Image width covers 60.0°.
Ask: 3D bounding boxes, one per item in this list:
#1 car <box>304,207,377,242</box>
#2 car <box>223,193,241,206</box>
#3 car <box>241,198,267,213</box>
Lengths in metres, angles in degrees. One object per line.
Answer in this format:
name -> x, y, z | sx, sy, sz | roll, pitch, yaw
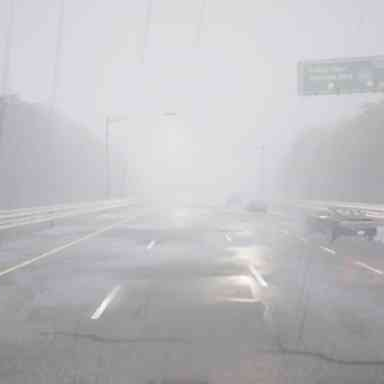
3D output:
car -> 7.021, 1.490, 16.251 | 2.128, 1.511, 4.902 | 0, 0, 0
car -> 7.082, 1.237, 56.308 | 2.150, 2.045, 5.566 | 0, 0, 0
car -> 7.053, 1.563, 37.305 | 1.994, 1.385, 4.181 | 0, 0, 0
